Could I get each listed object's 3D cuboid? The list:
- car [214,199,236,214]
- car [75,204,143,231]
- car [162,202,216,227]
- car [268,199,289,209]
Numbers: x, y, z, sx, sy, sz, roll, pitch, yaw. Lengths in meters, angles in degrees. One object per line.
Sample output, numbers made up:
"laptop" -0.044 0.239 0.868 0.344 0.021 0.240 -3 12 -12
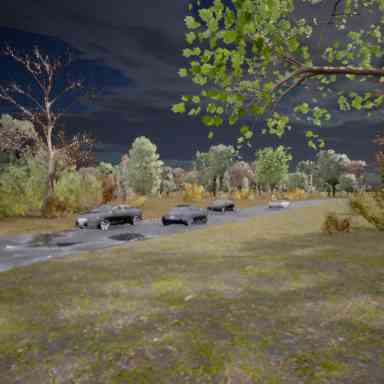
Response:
"car" 3.264 1.531 36.391 1.882 1.535 5.008 0 0 29
"car" -5.102 1.514 20.972 2.128 1.511 4.902 0 0 28
"car" -0.300 1.589 23.100 1.994 1.385 4.181 0 0 28
"car" 12.142 1.669 46.150 1.895 1.301 4.718 0 0 29
